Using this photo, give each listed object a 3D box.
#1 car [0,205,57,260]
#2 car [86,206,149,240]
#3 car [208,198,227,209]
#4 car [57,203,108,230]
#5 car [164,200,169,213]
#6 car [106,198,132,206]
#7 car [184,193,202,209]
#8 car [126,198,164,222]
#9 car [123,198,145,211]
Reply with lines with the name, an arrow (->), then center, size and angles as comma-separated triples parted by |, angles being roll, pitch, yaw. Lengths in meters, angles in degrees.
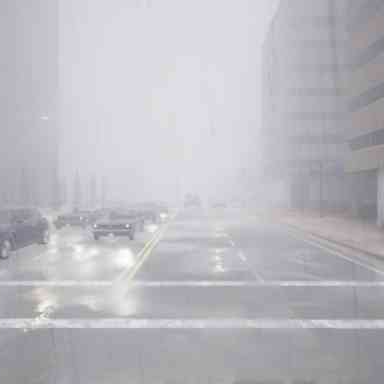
car -> -7.090, 1.343, 12.278 | 2.097, 1.767, 4.553 | 0, 0, 0
car -> -3.578, 1.588, 16.947 | 1.895, 1.301, 4.718 | 0, 0, 0
car -> 3.598, 1.565, 44.827 | 1.895, 1.301, 4.718 | 0, 0, 0
car -> -7.089, 1.585, 21.269 | 1.895, 1.301, 4.718 | 0, 0, 0
car -> -3.557, 1.536, 36.099 | 1.994, 1.385, 4.181 | 0, 0, 1
car -> -7.082, 1.454, 30.767 | 1.882, 1.535, 5.008 | 0, 0, 0
car -> 0.099, 1.187, 43.941 | 2.150, 2.045, 5.566 | 0, 0, 0
car -> -3.573, 1.457, 26.195 | 1.882, 1.535, 5.008 | 0, 0, 0
car -> -7.021, 1.494, 40.745 | 1.812, 1.442, 4.674 | 0, 0, 0
